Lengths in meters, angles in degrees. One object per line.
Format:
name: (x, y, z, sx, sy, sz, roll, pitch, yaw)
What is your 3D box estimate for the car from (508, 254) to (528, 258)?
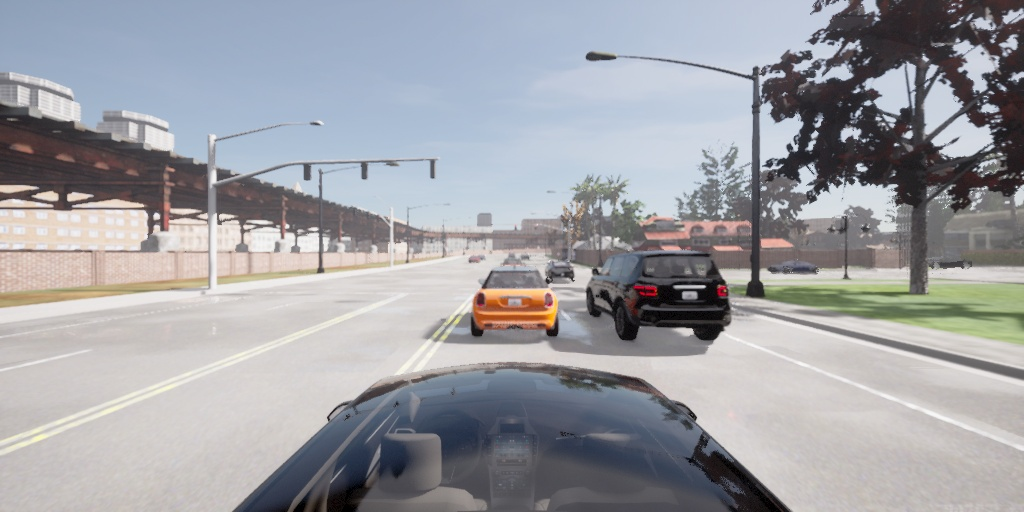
car: (0.059, 0.925, 30.743, 2.097, 1.767, 4.553, 0, 0, 0)

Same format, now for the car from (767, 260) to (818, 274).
car: (28.029, 1.117, 35.893, 4.181, 1.385, 1.994, 0, 0, -1)

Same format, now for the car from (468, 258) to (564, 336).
car: (0.070, 1.053, 10.305, 2.097, 1.767, 4.553, 0, 0, 0)

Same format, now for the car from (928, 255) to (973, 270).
car: (43.346, 0.644, 36.229, 5.008, 1.535, 1.882, 0, 0, -2)

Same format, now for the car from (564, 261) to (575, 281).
car: (3.555, 1.088, 27.409, 2.128, 1.511, 4.902, 0, 0, 0)

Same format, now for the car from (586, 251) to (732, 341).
car: (3.571, 0.916, 9.860, 2.150, 2.045, 5.566, 0, -1, 0)
